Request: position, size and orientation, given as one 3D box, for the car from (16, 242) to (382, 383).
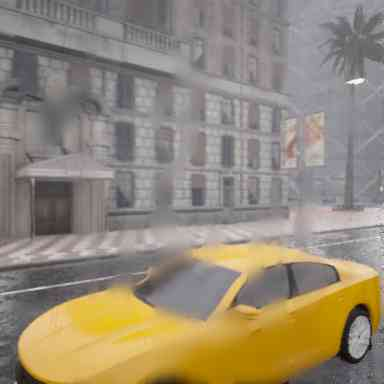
[{"bbox_3d":[0.518,1.488,4.345,5.008,1.535,1.882,0,0,-35],"label":"car"}]
